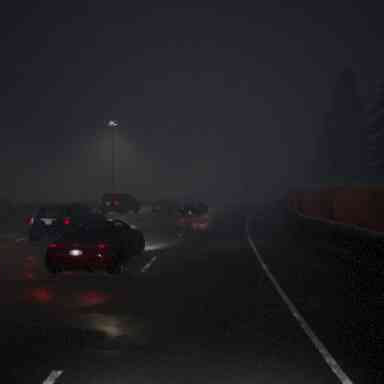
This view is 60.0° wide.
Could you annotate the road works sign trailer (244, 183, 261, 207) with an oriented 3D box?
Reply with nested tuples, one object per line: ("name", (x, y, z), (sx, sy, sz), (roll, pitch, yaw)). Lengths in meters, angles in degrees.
("road works sign trailer", (9.326, 0.370, 50.167), (2.380, 3.560, 2.880), (0, 0, 23))

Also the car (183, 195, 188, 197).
("car", (-2.403, 1.338, 75.020), (2.033, 1.411, 5.357), (0, 0, 27))

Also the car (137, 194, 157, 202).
("car", (-10.180, 1.335, 75.188), (2.128, 1.511, 4.902), (0, 0, 25))

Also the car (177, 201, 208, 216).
("car", (0.311, 1.531, 31.534), (1.895, 1.301, 4.718), (0, 0, 13))

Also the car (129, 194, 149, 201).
("car", (-12.421, 1.304, 78.510), (2.128, 1.511, 4.902), (0, 0, 27))

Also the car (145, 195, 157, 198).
("car", (-7.825, 1.406, 71.991), (1.895, 1.301, 4.718), (0, 0, 25))

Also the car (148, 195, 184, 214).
("car", (-2.598, 1.396, 34.330), (1.882, 1.535, 5.008), (0, 0, 13))

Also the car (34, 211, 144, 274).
("car", (-2.845, 1.535, 10.589), (1.994, 1.385, 4.181), (0, 0, 4))

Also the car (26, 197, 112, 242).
("car", (-5.820, 1.305, 16.120), (2.097, 1.767, 4.553), (0, 0, 6))

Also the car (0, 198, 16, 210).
("car", (-20.663, 1.389, 34.609), (1.837, 1.490, 4.892), (0, 0, 13))

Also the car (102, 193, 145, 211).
("car", (-6.790, 1.138, 31.803), (2.150, 2.045, 5.566), (0, 0, 12))
